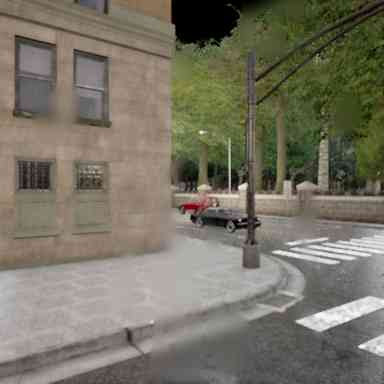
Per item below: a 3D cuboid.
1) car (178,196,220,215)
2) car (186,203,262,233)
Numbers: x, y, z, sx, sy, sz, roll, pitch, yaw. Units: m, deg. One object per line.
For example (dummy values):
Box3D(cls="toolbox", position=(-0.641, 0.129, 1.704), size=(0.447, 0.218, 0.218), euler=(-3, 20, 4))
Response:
Box3D(cls="car", position=(0.676, 1.295, 31.883), size=(2.192, 1.841, 5.009), euler=(0, 0, -35))
Box3D(cls="car", position=(1.926, 1.592, 19.940), size=(1.895, 1.301, 4.718), euler=(0, 0, -35))
